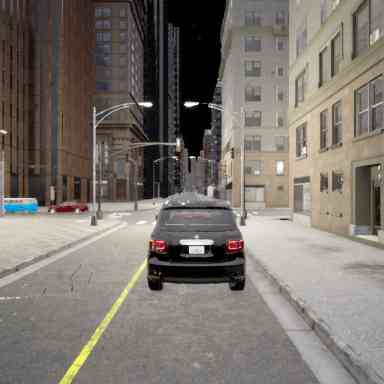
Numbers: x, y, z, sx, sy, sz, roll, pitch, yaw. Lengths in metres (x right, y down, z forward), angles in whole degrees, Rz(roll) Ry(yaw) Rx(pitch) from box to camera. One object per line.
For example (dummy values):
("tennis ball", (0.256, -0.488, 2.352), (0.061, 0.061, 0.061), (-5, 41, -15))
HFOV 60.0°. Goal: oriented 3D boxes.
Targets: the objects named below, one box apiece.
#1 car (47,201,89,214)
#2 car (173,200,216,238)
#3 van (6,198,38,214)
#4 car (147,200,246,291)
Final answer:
("car", (-13.926, 1.725, 37.508), (4.507, 1.381, 1.887), (-1, 0, 0))
("car", (0.121, 1.357, 18.618), (2.097, 1.767, 4.553), (0, 0, 0))
("van", (-19.553, 1.589, 37.536), (3.998, 1.788, 1.690), (-1, 0, 0))
("car", (0.113, 1.223, 9.169), (2.150, 2.045, 5.566), (0, 0, 0))
